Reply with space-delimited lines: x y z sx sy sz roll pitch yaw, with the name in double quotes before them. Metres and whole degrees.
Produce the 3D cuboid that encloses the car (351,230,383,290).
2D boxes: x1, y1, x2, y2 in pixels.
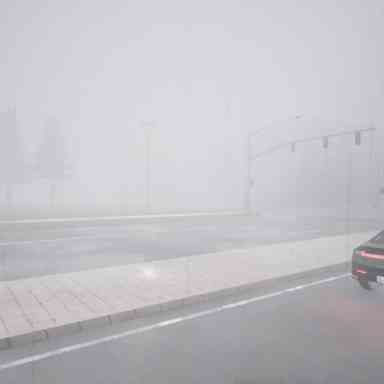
"car" 5.684 1.491 7.826 4.902 1.511 2.128 0 0 -36
